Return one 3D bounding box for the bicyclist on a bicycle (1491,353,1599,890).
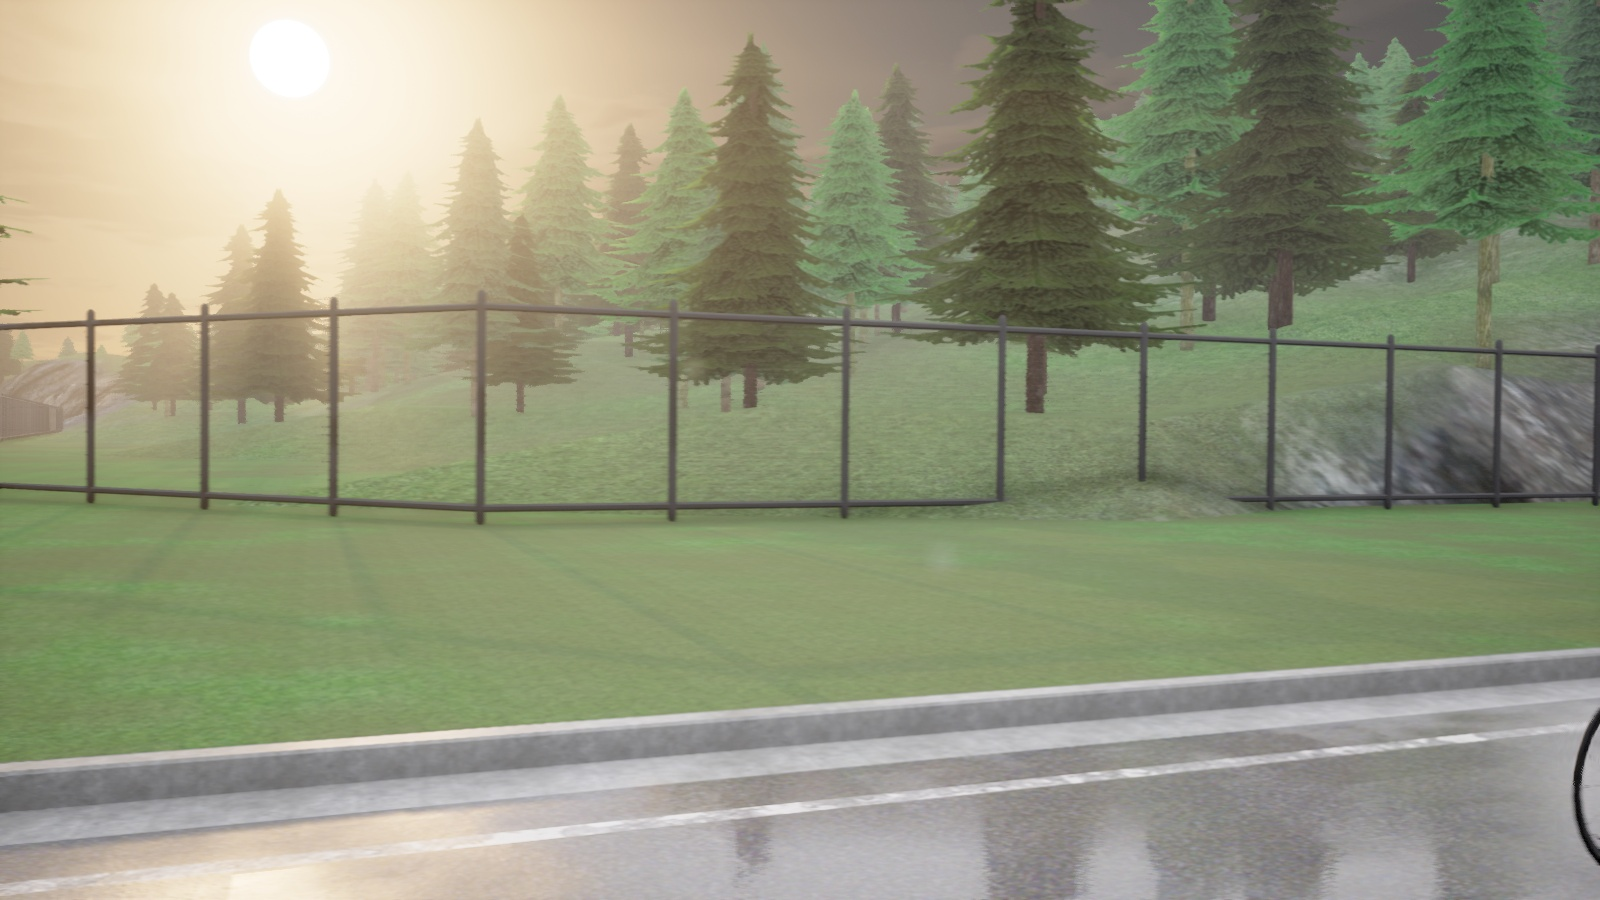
[{"bbox_3d":[3.475,0.557,4.557,1.843,1.776,0.659,-1,1,-21],"label":"bicyclist on a bicycle"}]
